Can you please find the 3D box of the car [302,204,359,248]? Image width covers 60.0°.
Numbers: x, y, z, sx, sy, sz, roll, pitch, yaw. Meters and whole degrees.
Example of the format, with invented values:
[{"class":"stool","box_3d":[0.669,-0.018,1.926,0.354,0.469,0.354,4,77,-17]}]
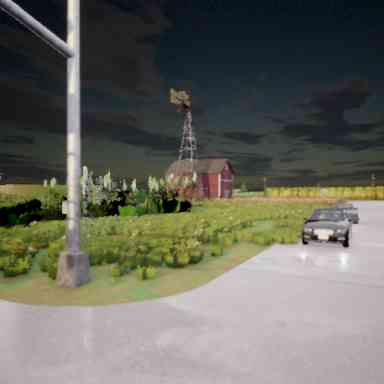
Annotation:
[{"class":"car","box_3d":[6.297,1.512,15.235,2.128,1.511,4.902,0,0,28]}]
